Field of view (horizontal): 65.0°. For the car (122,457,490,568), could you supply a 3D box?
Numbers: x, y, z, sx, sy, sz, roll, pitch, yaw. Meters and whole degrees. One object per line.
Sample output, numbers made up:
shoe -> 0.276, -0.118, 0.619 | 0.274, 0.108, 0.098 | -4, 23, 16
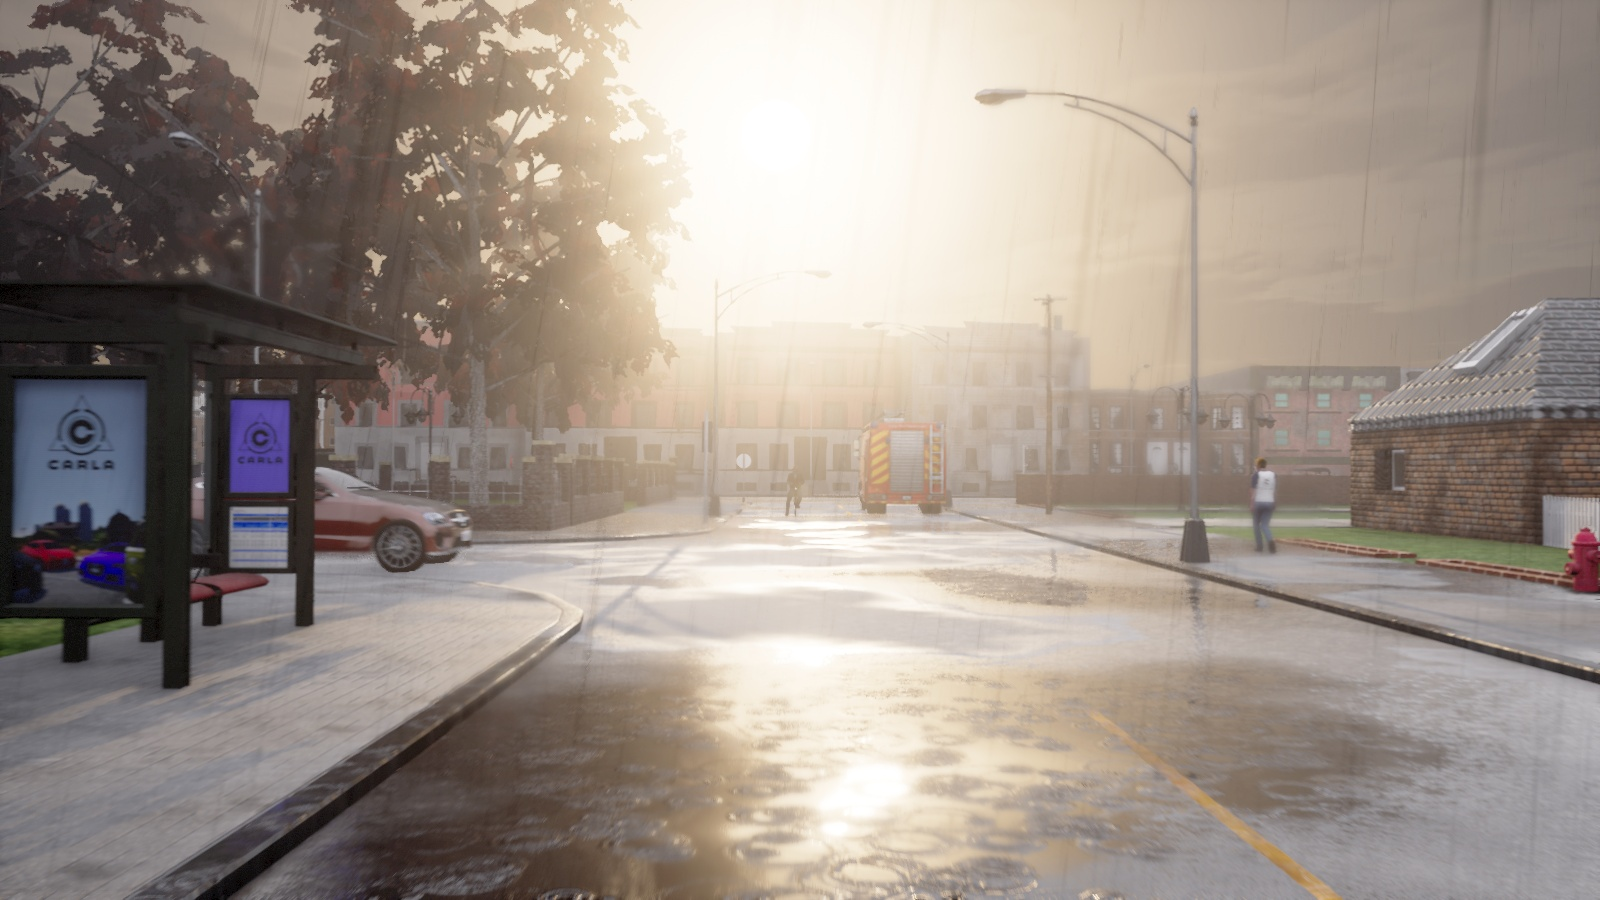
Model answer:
car -> -7.720, 0.960, 20.043 | 5.027, 1.651, 2.152 | 0, -1, 0

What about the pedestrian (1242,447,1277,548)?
pedestrian -> 8.529, 0.874, 23.310 | 0.354, 1.836, 0.706 | 0, -1, -2

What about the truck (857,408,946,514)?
truck -> 3.886, 0.468, 49.804 | 2.891, 3.827, 8.468 | 0, -1, 0

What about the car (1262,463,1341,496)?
car -> 29.286, 1.723, 73.446 | 3.866, 1.878, 1.905 | 0, -1, 0
